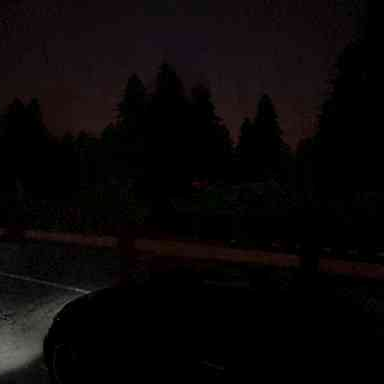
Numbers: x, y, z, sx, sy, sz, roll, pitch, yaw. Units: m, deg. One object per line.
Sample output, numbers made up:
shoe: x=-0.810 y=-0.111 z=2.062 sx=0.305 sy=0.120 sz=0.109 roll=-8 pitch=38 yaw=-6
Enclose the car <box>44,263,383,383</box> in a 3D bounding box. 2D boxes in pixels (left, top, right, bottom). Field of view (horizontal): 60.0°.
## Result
car: x=0.435 y=1.518 z=3.442 sx=4.674 sy=1.442 sz=1.812 roll=0 pitch=0 yaw=34
